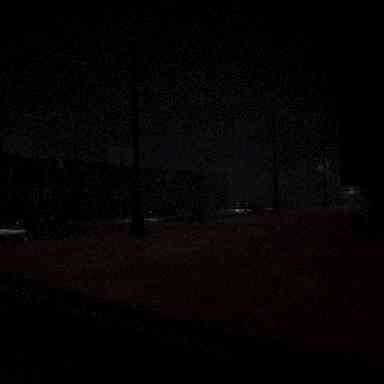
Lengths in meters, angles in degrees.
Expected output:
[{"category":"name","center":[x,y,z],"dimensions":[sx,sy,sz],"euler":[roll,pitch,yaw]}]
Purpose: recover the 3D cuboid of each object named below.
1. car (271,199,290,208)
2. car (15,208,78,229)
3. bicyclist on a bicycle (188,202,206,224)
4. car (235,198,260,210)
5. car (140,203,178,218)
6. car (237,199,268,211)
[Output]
[{"category":"car","center":[14.973,1.927,56.163],"dimensions":[1.837,1.490,4.892],"euler":[-2,-1,37]},{"category":"car","center":[-11.576,2.067,26.775],"dimensions":[1.837,1.490,4.892],"euler":[-2,-1,37]},{"category":"bicyclist on a bicycle","center":[0.346,1.525,24.381],"dimensions":[1.656,1.620,0.582],"euler":[-2,-1,37]},{"category":"car","center":[9.108,1.884,54.185],"dimensions":[2.097,1.767,4.553],"euler":[-2,-1,37]},{"category":"car","center":[-3.638,2.032,37.352],"dimensions":[1.882,1.535,5.008],"euler":[-2,-1,37]},{"category":"car","center":[9.055,1.976,48.192],"dimensions":[2.033,1.411,5.357],"euler":[-2,-1,37]}]
